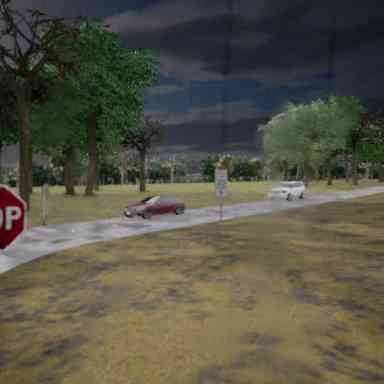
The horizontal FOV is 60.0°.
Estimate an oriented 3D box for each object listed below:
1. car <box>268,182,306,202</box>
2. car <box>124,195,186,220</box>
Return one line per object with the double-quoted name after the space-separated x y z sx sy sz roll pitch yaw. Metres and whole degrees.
10.529 -0.107 36.566 2.150 2.045 5.566 1 3 42 "car"
-2.355 0.949 22.168 1.812 1.442 4.674 1 3 42 "car"
